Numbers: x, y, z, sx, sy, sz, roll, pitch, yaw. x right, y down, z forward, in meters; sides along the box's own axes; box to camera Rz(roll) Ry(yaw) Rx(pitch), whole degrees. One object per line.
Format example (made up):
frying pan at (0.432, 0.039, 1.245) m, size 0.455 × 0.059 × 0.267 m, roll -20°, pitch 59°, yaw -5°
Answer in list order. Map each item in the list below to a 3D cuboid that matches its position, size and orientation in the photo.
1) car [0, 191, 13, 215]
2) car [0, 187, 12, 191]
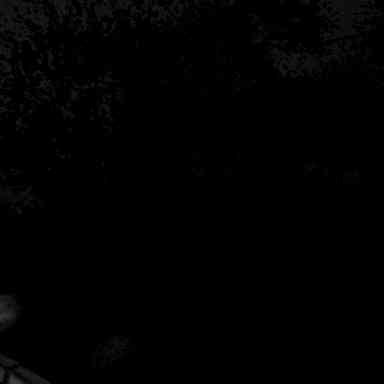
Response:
car at (-13.760, 1.015, 22.463) m, size 1.837 × 1.490 × 4.892 m, roll 0°, pitch 3°, yaw -10°
car at (-30.497, -1.180, 52.663) m, size 2.435 × 2.045 × 5.566 m, roll 0°, pitch 3°, yaw -1°
